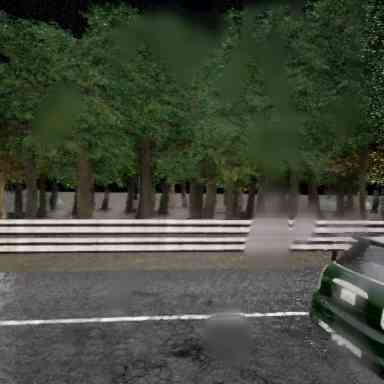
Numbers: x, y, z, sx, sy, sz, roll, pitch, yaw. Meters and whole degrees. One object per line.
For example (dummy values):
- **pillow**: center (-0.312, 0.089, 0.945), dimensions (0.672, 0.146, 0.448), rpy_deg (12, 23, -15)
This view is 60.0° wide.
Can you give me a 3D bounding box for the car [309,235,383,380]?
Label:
- **car**: center (4.090, 1.378, 4.490), dimensions (4.553, 1.767, 2.097), rpy_deg (1, 0, -7)
